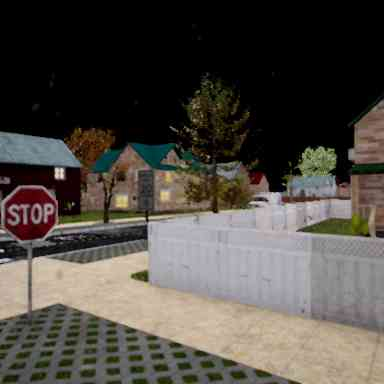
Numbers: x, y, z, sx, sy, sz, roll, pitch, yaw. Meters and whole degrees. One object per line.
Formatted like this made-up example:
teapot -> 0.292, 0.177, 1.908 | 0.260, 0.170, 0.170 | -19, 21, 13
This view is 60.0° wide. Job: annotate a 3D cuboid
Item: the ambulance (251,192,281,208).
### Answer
ambulance -> 8.446, 1.263, 39.054 | 2.351, 2.431, 6.366 | -1, -1, 34
